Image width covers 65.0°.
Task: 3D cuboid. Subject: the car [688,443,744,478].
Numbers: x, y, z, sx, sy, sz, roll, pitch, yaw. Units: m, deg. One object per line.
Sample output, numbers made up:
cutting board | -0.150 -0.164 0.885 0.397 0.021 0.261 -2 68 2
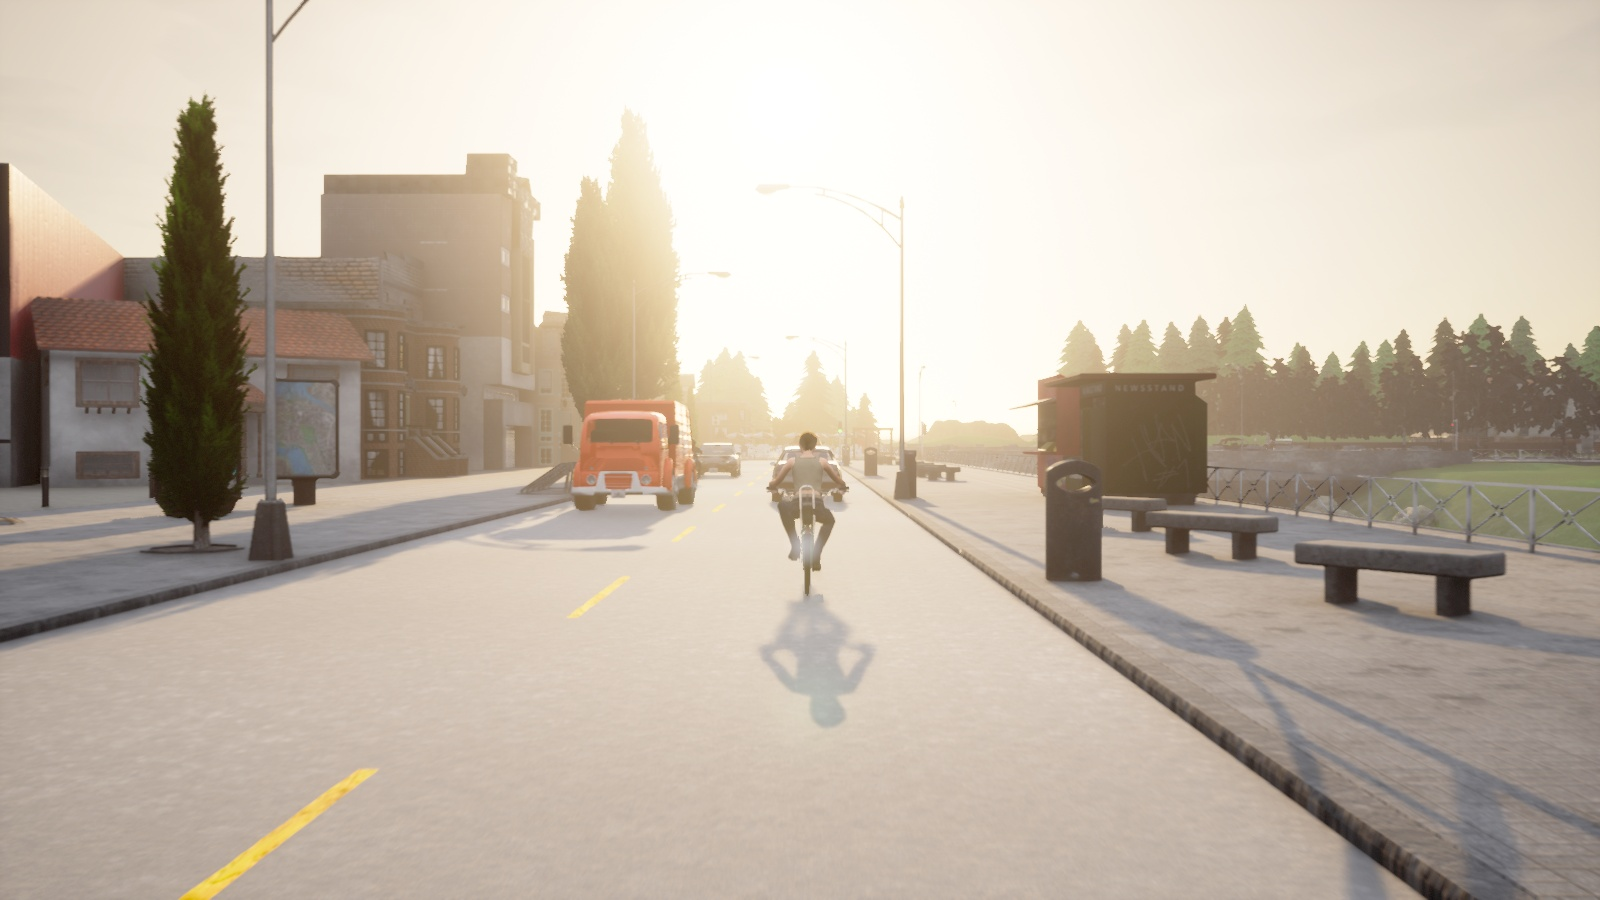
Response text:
car | -3.690 0.413 55.870 2.163 1.488 4.792 0 0 0

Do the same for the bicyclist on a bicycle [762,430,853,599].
bicyclist on a bicycle | 0.077 0.608 12.726 0.866 1.612 1.509 0 0 1

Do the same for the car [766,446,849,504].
car | 0.193 0.596 33.452 2.033 1.411 5.357 0 0 0

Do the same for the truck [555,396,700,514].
truck | -3.831 0.085 28.986 2.627 2.467 5.204 0 0 0
